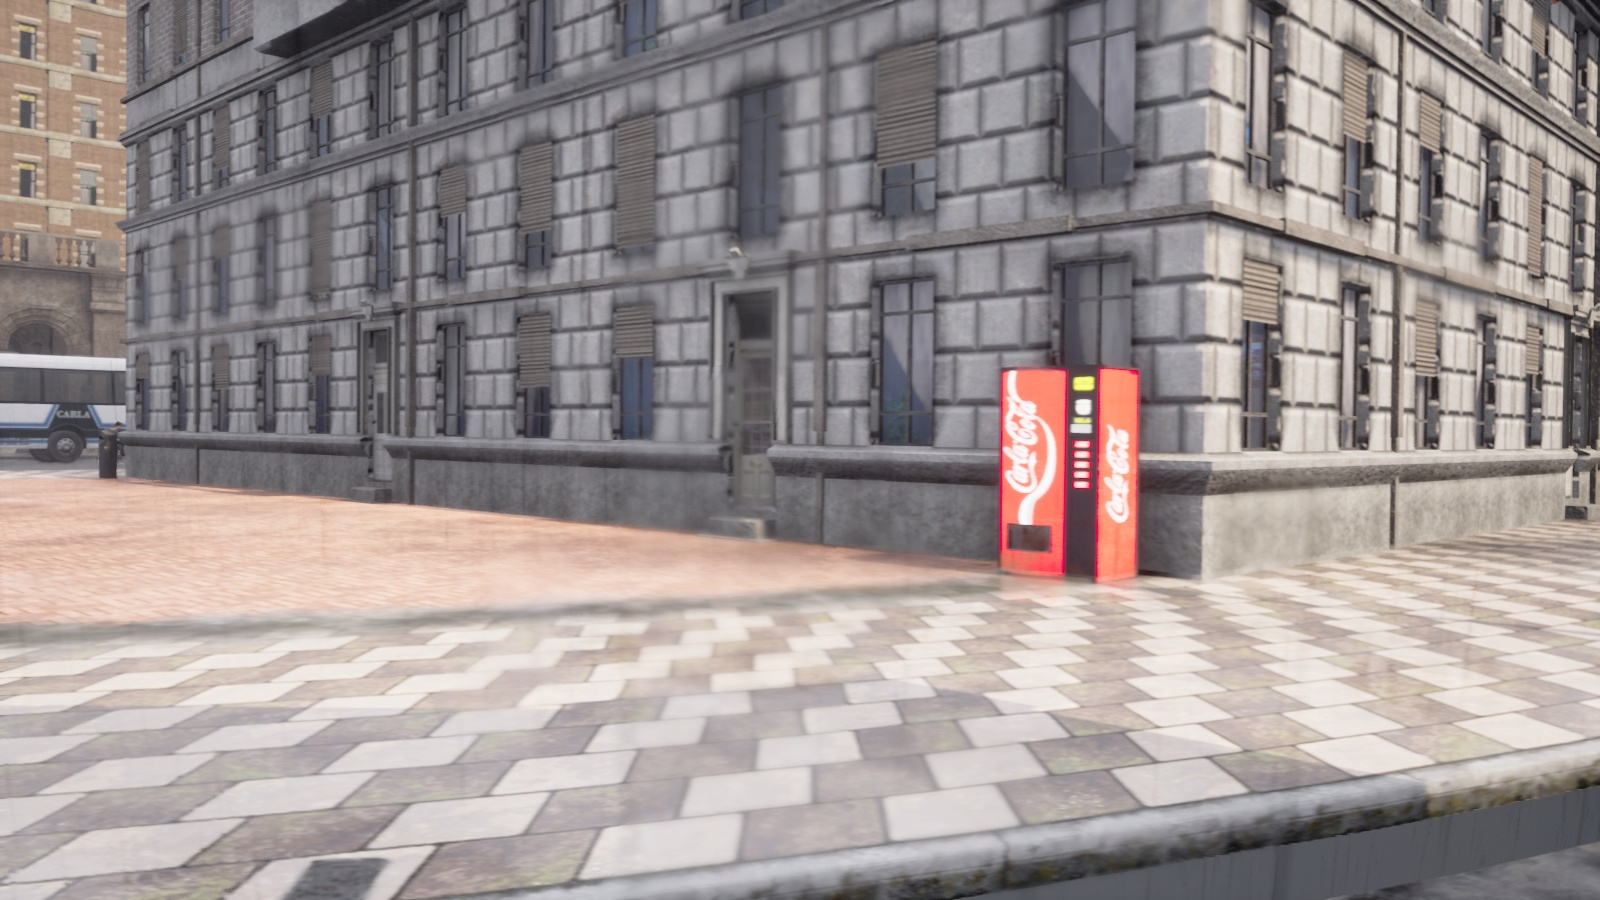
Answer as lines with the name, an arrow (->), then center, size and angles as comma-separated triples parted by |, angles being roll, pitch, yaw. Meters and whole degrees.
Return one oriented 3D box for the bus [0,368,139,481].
bus -> -31.749, -0.960, 48.465 | 3.944, 4.253, 10.273 | 0, 1, 45
